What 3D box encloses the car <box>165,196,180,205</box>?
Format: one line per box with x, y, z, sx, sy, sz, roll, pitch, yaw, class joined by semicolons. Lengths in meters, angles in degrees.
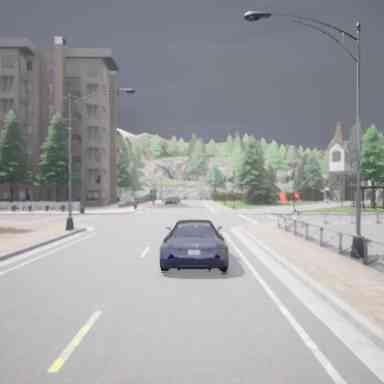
-3.532;1.548;57.047;1.994;1.385;4.181;0;0;1;car

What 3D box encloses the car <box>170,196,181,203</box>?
-3.471;1.518;72.090;2.033;1.411;5.357;0;0;0;car

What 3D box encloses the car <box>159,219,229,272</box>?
0.071;1.561;10.768;1.994;1.385;4.181;0;0;0;car
